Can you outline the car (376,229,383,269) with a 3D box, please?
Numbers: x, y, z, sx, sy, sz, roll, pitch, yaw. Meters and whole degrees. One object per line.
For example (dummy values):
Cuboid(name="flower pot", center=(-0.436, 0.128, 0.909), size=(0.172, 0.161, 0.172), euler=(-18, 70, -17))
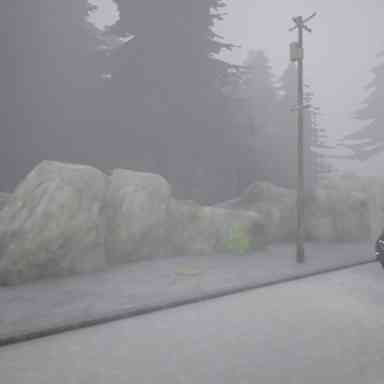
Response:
Cuboid(name="car", center=(7.706, 1.253, 9.777), size=(5.566, 2.045, 2.150), euler=(0, 0, -34))
